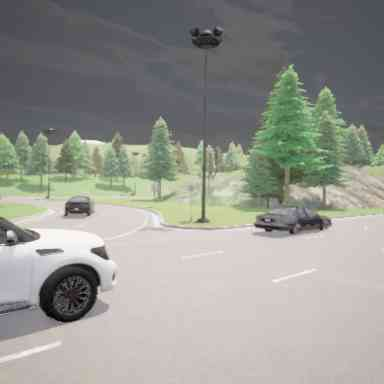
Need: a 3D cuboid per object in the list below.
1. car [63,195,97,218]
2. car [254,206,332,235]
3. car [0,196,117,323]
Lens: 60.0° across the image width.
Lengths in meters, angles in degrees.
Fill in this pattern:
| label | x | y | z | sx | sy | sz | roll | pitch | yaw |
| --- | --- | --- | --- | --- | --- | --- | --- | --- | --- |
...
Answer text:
| label | x | y | z | sx | sy | sz | roll | pitch | yaw |
| --- | --- | --- | --- | --- | --- | --- | --- | --- | --- |
| car | -8.921 | 1.076 | 26.794 | 1.882 | 1.535 | 5.008 | 1 | 0 | -11 |
| car | 5.658 | 1.485 | 18.266 | 5.357 | 1.411 | 2.033 | 1 | 1 | -41 |
| car | -3.965 | 1.099 | 5.099 | 5.566 | 2.045 | 2.150 | 0 | 1 | -41 |
